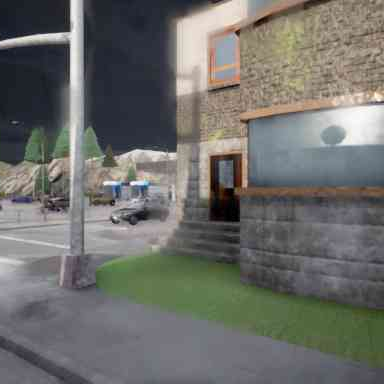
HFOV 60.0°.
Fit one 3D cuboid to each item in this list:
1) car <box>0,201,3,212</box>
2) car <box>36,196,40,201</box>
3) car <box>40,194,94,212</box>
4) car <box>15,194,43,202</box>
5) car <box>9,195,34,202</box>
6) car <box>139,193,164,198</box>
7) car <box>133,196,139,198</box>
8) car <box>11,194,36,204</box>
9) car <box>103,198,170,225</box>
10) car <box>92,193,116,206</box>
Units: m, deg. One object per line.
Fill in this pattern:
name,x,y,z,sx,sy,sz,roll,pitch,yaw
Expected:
car,-20.215,1.246,31.575,1.970,1.475,3.806,0,0,35
car,-22.827,1.312,55.167,2.007,1.523,4.514,0,0,35
car,-13.159,1.312,35.223,2.007,1.523,4.514,0,0,35
car,-36.223,1.343,74.062,2.152,1.636,5.027,0,0,35
car,-38.816,1.352,75.828,2.007,1.523,4.514,0,0,35
car,-5.838,1.091,51.939,1.905,1.878,3.866,0,0,35
car,-8.202,1.375,54.355,1.970,1.475,3.806,0,0,35
car,-30.968,1.333,60.963,1.845,1.501,3.633,0,0,35
car,-3.408,1.349,22.453,1.812,1.442,4.674,0,0,35
car,-13.059,1.111,47.405,1.932,1.855,4.605,0,0,35
